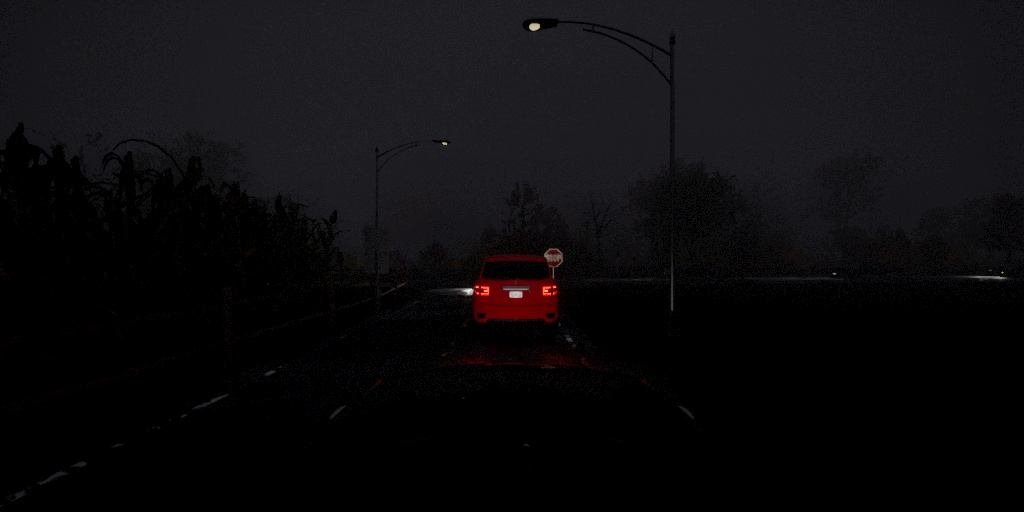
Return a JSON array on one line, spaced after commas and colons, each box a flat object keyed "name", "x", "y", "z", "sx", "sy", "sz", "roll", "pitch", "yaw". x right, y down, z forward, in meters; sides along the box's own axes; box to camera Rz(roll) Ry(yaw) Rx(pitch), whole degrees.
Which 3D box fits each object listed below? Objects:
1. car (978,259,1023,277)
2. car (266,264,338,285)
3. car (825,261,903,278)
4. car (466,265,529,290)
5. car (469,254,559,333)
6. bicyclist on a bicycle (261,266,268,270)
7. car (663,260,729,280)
[{"name": "car", "x": 40.334, "y": 0.946, "z": 28.700, "sx": 4.181, "sy": 1.385, "sz": 1.994, "roll": -1, "pitch": 0, "yaw": 1}, {"name": "car", "x": -15.456, "y": 1.340, "z": 26.419, "sx": 5.008, "sy": 1.535, "sz": 1.882, "roll": 0, "pitch": 0, "yaw": 1}, {"name": "car", "x": 28.188, "y": 1.094, "z": 28.862, "sx": 4.718, "sy": 1.301, "sz": 1.895, "roll": 0, "pitch": 0, "yaw": 1}, {"name": "car", "x": -0.847, "y": 1.309, "z": 23.328, "sx": 1.994, "sy": 1.385, "sz": 4.181, "roll": 0, "pitch": 0, "yaw": 36}, {"name": "car", "x": 0.095, "y": 0.971, "z": 10.833, "sx": 2.150, "sy": 2.045, "sz": 5.566, "roll": 0, "pitch": 0, "yaw": 0}, {"name": "bicyclist on a bicycle", "x": -22.471, "y": 1.346, "z": 32.472, "sx": 0.582, "sy": 1.620, "sz": 1.656, "roll": 0, "pitch": 0, "yaw": 1}, {"name": "car", "x": 14.825, "y": 1.097, "z": 29.020, "sx": 4.902, "sy": 1.511, "sz": 2.128, "roll": -1, "pitch": 0, "yaw": 1}]
